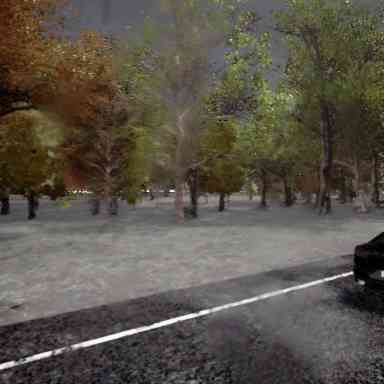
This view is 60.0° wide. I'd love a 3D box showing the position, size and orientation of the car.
[{"bbox_3d":[5.833,1.458,7.905,5.008,1.535,1.882,0,0,-35],"label":"car"}]
